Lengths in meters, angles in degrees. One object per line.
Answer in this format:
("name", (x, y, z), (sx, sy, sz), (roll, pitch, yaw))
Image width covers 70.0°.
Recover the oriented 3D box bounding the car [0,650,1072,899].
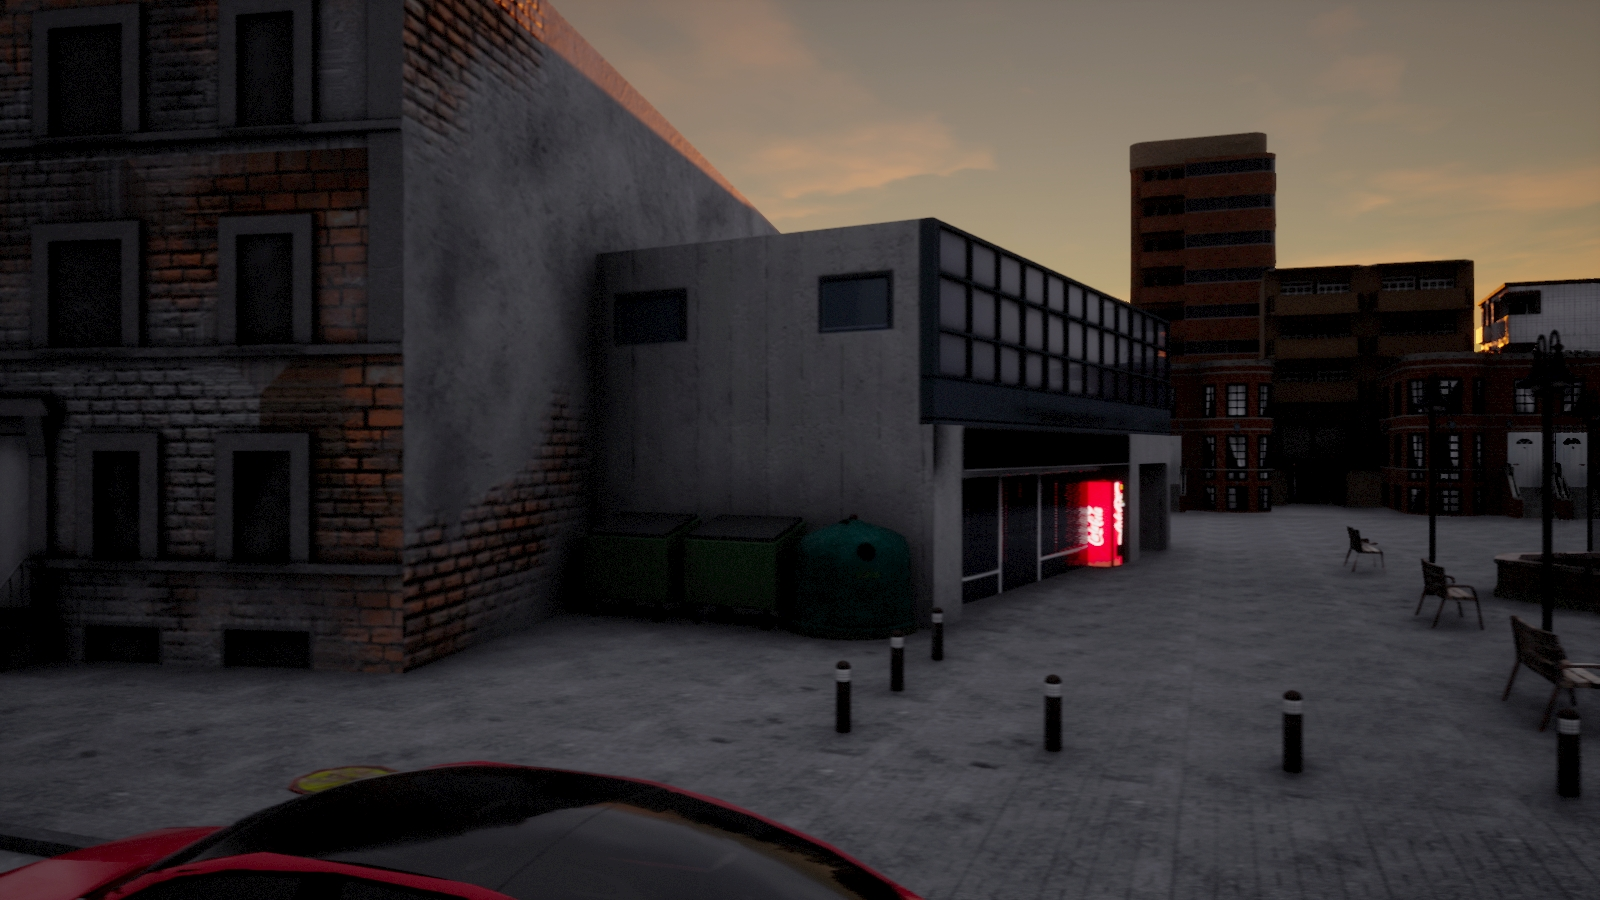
("car", (-1.577, 1.841, 4.405), (4.892, 1.480, 2.231), (0, 0, 20))
